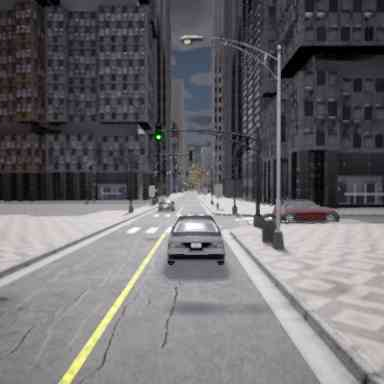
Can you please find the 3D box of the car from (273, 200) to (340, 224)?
[{"bbox_3d":[8.183,1.342,23.877,4.553,1.767,2.097,0,1,-5],"label":"car"}]

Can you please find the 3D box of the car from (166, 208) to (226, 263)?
[{"bbox_3d":[0.127,1.527,11.761,2.033,1.411,5.357,0,0,0],"label":"car"}]

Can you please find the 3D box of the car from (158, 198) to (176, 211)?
[{"bbox_3d":[-2.985,1.474,39.775,2.128,1.511,4.902,0,0,0],"label":"car"}]
